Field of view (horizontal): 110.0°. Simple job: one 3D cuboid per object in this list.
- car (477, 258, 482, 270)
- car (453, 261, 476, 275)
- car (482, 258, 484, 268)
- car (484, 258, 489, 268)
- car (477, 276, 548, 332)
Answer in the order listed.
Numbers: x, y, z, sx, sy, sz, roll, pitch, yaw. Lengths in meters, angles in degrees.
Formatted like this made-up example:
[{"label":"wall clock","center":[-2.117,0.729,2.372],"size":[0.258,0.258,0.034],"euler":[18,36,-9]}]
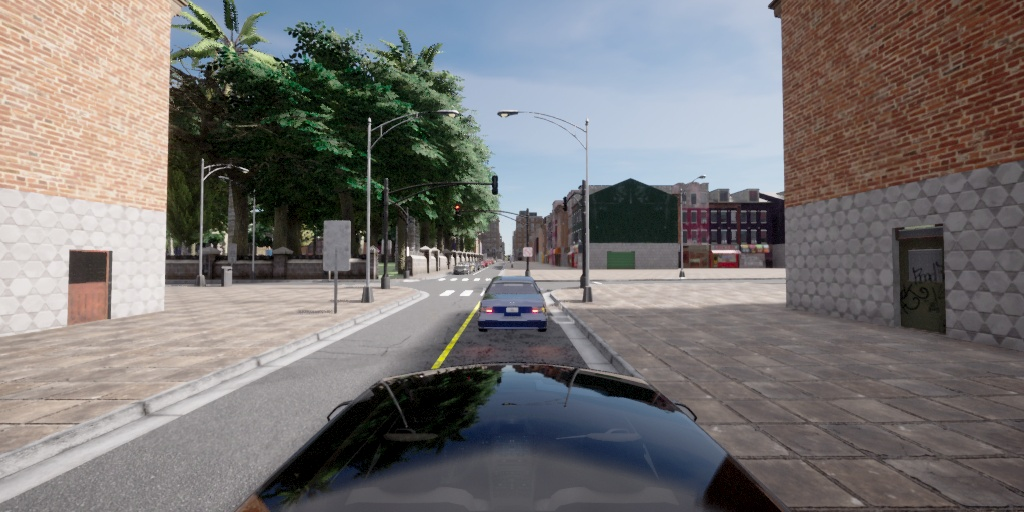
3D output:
[{"label":"car","center":[-5.522,1.344,47.131],"size":[2.007,1.370,4.403],"euler":[0,0,0]},{"label":"car","center":[-5.497,1.333,39.996],"size":[2.007,1.370,4.403],"euler":[0,0,0]},{"label":"car","center":[-5.561,1.371,52.581],"size":[1.948,1.339,4.313],"euler":[0,0,0]},{"label":"car","center":[-5.640,1.416,63.481],"size":[1.802,1.307,4.207],"euler":[0,0,0]},{"label":"car","center":[0.028,1.301,10.850],"size":[2.033,1.411,5.357],"euler":[0,0,0]}]
